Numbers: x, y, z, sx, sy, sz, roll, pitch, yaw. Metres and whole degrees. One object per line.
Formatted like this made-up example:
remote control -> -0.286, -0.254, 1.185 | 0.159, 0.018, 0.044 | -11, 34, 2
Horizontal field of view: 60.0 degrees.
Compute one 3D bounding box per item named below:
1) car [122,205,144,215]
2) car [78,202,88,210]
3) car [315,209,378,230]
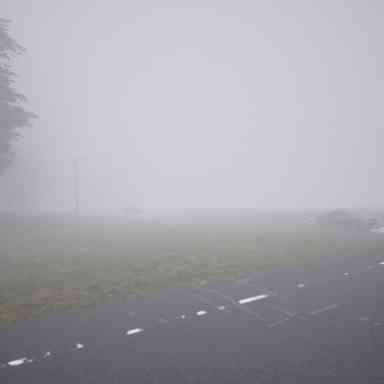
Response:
car -> -9.562, 2.863, 53.661 | 1.882, 1.535, 5.008 | -3, 0, -35
car -> -28.662, 3.617, 86.172 | 2.150, 2.045, 5.566 | -2, 0, -30
car -> 11.214, 1.935, 24.363 | 1.994, 1.385, 4.181 | -3, 0, -35
